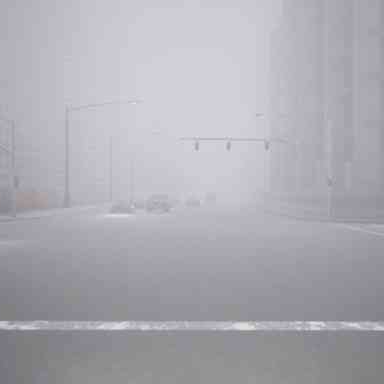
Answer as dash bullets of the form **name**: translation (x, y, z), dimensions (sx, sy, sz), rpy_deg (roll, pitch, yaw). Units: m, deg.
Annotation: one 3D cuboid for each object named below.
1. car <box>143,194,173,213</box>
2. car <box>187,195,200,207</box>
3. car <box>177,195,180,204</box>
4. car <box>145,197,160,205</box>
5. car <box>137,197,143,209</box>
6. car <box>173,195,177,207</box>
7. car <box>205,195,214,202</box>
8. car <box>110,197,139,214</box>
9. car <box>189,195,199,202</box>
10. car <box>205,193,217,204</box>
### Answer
- **car**: translation (-3.719, 1.207, 37.787), dimensions (2.150, 2.045, 5.566), rpy_deg (0, 0, 1)
- **car**: translation (0.175, 1.544, 51.894), dimensions (1.994, 1.385, 4.181), rpy_deg (0, 0, 1)
- **car**: translation (-3.340, 1.329, 60.787), dimensions (2.097, 1.767, 4.553), rpy_deg (0, 0, 1)
- **car**: translation (-6.888, 1.541, 58.316), dimensions (1.994, 1.385, 4.181), rpy_deg (0, 0, 2)
- **car**: translation (-7.139, 1.461, 44.033), dimensions (1.882, 1.535, 5.008), rpy_deg (0, 0, 1)
- **car**: translation (-3.573, 1.486, 47.703), dimensions (1.837, 1.490, 4.892), rpy_deg (0, 0, 1)
- **car**: translation (3.942, 1.387, 75.630), dimensions (1.837, 1.490, 4.892), rpy_deg (0, 0, 1)
- **car**: translation (-7.261, 1.550, 35.206), dimensions (1.994, 1.385, 4.181), rpy_deg (0, 0, 1)
- **car**: translation (0.441, 1.495, 75.543), dimensions (2.128, 1.511, 4.902), rpy_deg (0, 0, 1)
- **car**: translation (3.778, 1.197, 65.017), dimensions (2.150, 2.045, 5.566), rpy_deg (0, 0, 1)
